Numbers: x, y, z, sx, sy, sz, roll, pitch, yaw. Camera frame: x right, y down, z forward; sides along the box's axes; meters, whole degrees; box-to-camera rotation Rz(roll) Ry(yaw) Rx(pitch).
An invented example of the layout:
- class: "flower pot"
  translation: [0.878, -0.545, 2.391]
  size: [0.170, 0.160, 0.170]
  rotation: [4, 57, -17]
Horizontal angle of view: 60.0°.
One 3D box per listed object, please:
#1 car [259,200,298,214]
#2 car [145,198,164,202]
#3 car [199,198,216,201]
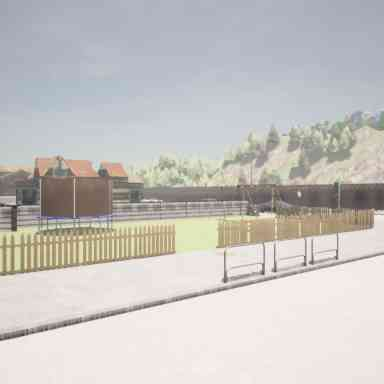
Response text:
- class: "car"
  translation: [8.947, 1.563, 34.800]
  size: [1.994, 1.385, 4.181]
  rotation: [0, 0, -35]
- class: "car"
  translation: [-6.677, 1.601, 56.981]
  size: [1.895, 1.301, 4.718]
  rotation: [0, 0, -35]
- class: "car"
  translation: [2.326, 1.547, 44.147]
  size: [2.033, 1.411, 5.357]
  rotation: [0, 0, -35]
